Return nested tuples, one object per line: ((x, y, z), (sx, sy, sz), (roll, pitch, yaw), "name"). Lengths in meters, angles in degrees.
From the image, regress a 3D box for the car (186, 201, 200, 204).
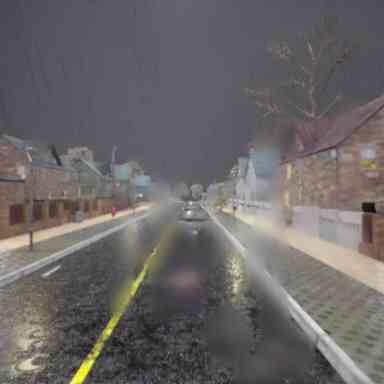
((0.099, 1.734, 36.630), (2.128, 1.511, 4.902), (0, -1, 0), "car")

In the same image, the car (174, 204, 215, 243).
((0.100, 1.578, 16.706), (2.128, 1.511, 4.902), (0, 0, 0), "car")
